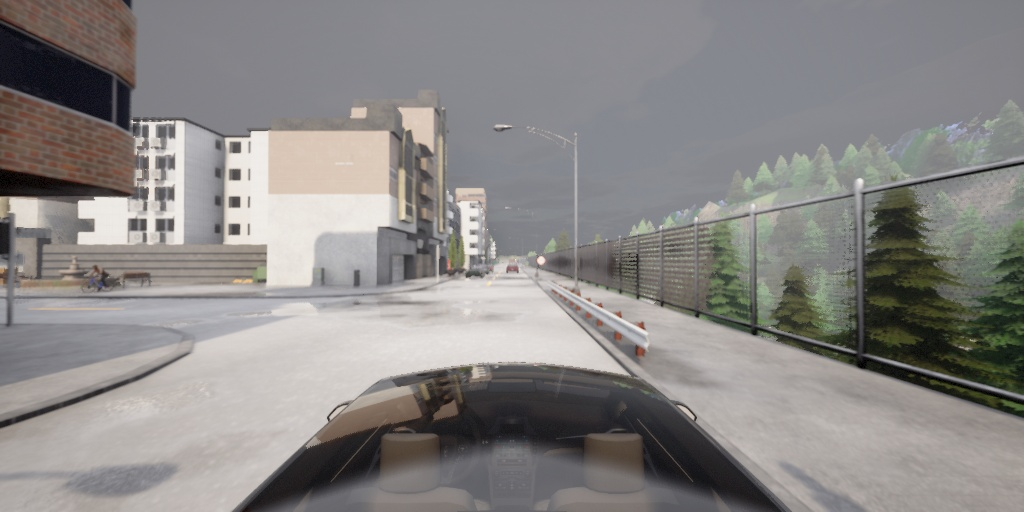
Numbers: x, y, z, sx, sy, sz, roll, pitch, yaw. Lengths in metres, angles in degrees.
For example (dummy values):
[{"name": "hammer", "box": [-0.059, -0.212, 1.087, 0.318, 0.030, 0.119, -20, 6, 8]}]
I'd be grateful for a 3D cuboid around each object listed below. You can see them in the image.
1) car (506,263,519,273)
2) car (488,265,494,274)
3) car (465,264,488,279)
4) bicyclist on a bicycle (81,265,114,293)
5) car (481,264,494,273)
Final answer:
[{"name": "car", "box": [0.080, 1.929, 56.838, 1.882, 1.535, 5.008, 0, -1, 0]}, {"name": "car", "box": [-4.107, 1.853, 49.754, 2.128, 1.511, 4.902, 0, -1, 0]}, {"name": "car", "box": [-4.109, 1.843, 40.405, 1.895, 1.301, 4.718, 0, -1, 0]}, {"name": "bicyclist on a bicycle", "box": [-24.290, 1.345, 21.052, 0.582, 1.620, 1.656, 0, 0, 0]}, {"name": "car", "box": [-4.076, 2.091, 59.889, 1.895, 1.301, 4.718, 0, -1, 0]}]
